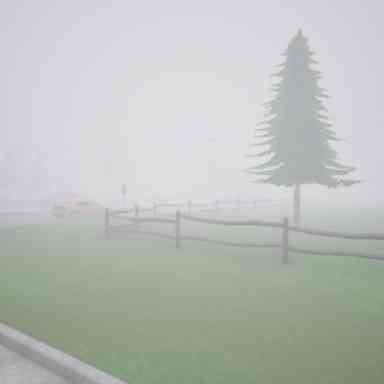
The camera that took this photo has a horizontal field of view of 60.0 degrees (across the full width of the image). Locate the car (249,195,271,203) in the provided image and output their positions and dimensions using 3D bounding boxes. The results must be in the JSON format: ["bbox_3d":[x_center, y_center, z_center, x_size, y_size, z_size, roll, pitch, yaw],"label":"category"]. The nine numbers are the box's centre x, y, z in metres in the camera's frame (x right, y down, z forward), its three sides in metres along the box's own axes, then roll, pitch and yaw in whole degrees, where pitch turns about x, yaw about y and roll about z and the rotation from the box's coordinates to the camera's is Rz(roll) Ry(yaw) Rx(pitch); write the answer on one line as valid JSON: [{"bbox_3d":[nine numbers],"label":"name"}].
[{"bbox_3d":[13.056,1.334,63.226,2.033,1.411,5.357,0,0,36],"label":"car"}]

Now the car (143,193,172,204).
[{"bbox_3d":[-5.621,1.271,56.946,2.033,1.411,5.357,0,0,35],"label":"car"}]

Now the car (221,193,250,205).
[{"bbox_3d":[7.322,1.298,55.147,1.837,1.490,4.892,0,0,36],"label":"car"}]

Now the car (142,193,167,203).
[{"bbox_3d":[-6.888,1.049,61.192,2.097,1.767,4.553,0,0,35],"label":"car"}]

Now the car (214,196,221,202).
[{"bbox_3d":[5.753,1.334,59.029,1.994,1.385,4.181,0,0,36],"label":"car"}]

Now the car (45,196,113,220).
[{"bbox_3d":[-8.508,1.321,26.243,1.882,1.535,5.008,1,0,36],"label":"car"}]

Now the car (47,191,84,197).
[{"bbox_3d":[-15.571,1.090,42.581,2.097,1.767,4.553,0,0,35],"label":"car"}]

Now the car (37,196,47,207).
[{"bbox_3d":[-18.022,0.938,45.186,2.150,2.045,5.566,0,0,35],"label":"car"}]

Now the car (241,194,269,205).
[{"bbox_3d":[10.166,1.381,53.106,1.994,1.385,4.181,0,0,36],"label":"car"}]
